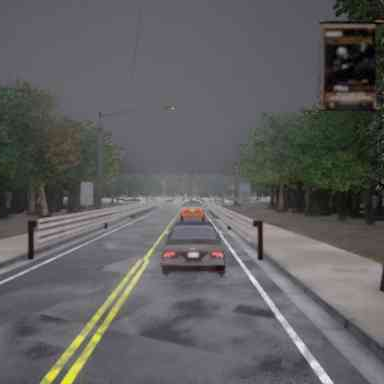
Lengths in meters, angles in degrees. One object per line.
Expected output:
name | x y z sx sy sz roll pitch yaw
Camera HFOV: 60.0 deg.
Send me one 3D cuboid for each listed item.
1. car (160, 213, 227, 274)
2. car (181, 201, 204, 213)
car | 0.054 1.642 10.822 2.033 1.411 5.357 0 0 0
car | 0.053 1.616 30.496 2.097 1.767 4.553 0 0 0
